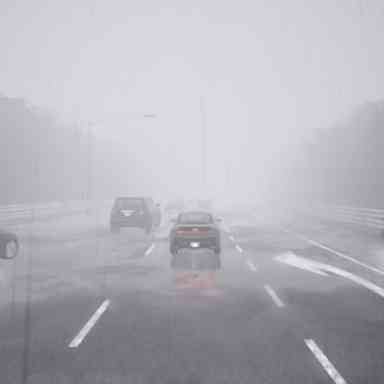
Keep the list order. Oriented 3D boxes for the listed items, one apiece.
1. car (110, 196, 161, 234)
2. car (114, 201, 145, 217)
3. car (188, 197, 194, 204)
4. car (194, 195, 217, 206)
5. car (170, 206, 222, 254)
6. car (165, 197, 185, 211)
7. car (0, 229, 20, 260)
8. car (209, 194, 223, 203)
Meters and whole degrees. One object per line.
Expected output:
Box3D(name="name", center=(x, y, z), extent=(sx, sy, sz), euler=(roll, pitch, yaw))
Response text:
Box3D(name="car", center=(-3.191, 1.245, 19.645), extent=(2.150, 2.045, 5.566), euler=(0, 0, 2))
Box3D(name="car", center=(-6.026, 1.605, 32.553), extent=(1.994, 1.385, 4.181), euler=(0, 0, 4))
Box3D(name="car", center=(0.438, 1.620, 63.397), extent=(2.033, 1.411, 5.357), euler=(0, 0, 8))
Box3D(name="car", center=(1.817, 1.537, 43.535), extent=(2.128, 1.511, 4.902), euler=(0, 0, 5))
Box3D(name="car", center=(0.158, 1.521, 13.597), extent=(1.837, 1.490, 4.892), euler=(0, 0, 1))
Box3D(name="car", center=(-1.980, 1.647, 40.545), extent=(1.895, 1.301, 4.718), euler=(0, 0, 5))
Box3D(name="car", center=(-6.920, 1.523, 9.595), extent=(1.837, 1.490, 4.892), euler=(0, 0, 1))
Box3D(name="car", center=(4.934, 1.633, 70.324), extent=(1.994, 1.385, 4.181), euler=(0, 0, 8))
